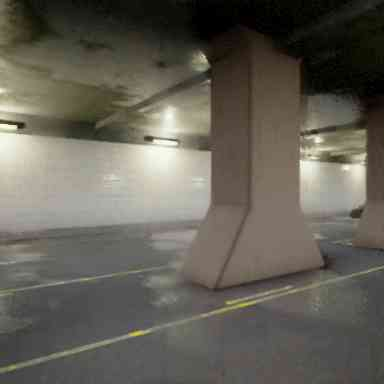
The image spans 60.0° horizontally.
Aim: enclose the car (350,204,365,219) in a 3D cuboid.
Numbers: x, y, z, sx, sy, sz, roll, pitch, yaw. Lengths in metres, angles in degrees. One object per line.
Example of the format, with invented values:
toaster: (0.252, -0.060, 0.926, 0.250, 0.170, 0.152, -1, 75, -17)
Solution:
car: (14.946, 1.569, 27.541, 4.181, 1.385, 1.994, 0, 0, -35)
